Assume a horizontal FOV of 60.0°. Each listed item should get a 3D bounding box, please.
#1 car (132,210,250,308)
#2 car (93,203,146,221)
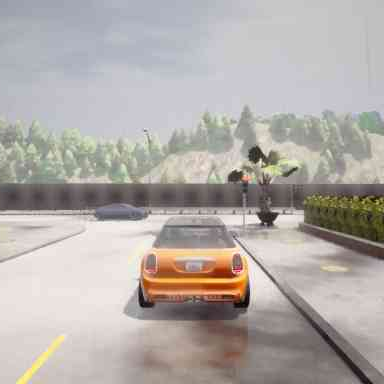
[{"bbox_3d":[0.056,1.352,8.091,2.097,1.767,4.553,0,0,0],"label":"car"},{"bbox_3d":[-5.574,1.564,26.250,4.181,1.385,1.994,0,0,0],"label":"car"}]
